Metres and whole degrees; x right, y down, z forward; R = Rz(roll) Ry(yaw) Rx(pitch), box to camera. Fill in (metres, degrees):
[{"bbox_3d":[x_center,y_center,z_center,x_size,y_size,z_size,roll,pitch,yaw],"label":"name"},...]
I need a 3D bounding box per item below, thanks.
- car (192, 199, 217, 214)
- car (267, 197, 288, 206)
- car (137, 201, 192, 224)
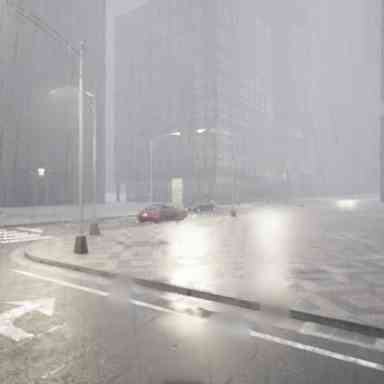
[{"bbox_3d":[0.847,1.474,35.033,1.837,1.490,4.892,0,0,36],"label":"car"},{"bbox_3d":[13.413,1.499,52.377,1.895,1.301,4.718,0,0,36],"label":"car"},{"bbox_3d":[-2.173,1.574,25.168,1.994,1.385,4.181,0,0,35],"label":"car"}]
